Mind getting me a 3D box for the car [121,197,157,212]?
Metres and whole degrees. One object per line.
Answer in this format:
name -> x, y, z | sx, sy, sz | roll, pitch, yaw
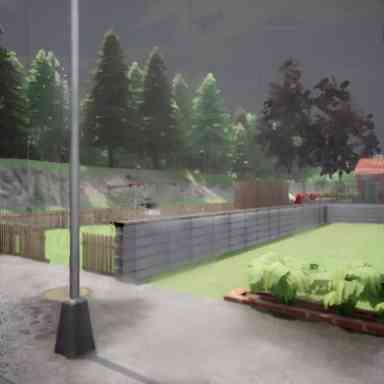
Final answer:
car -> -6.353, 1.359, 39.956 | 2.097, 1.767, 4.553 | 0, 0, 36
